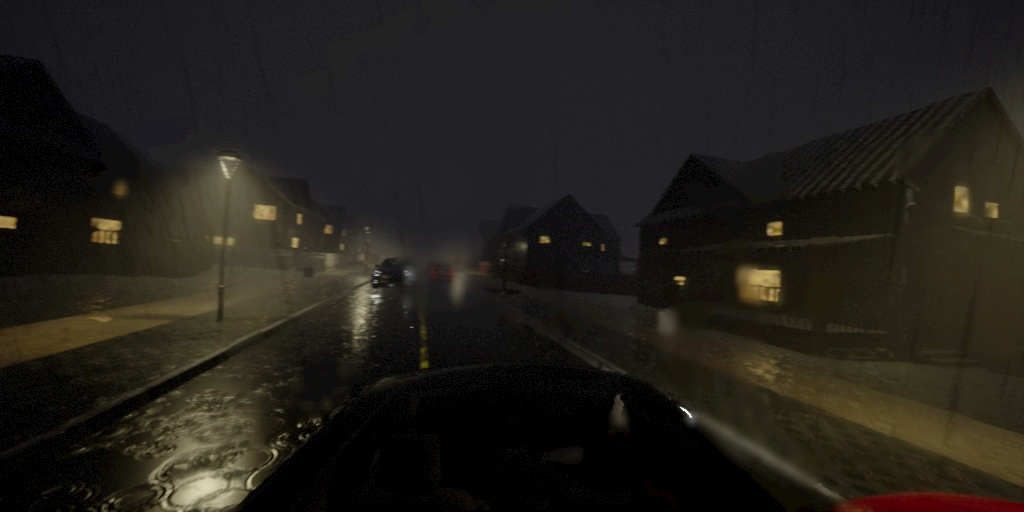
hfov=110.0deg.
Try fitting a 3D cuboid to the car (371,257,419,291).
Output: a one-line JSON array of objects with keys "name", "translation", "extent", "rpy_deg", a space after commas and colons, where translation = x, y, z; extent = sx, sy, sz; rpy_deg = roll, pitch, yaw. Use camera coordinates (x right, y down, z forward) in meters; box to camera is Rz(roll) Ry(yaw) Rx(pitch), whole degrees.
[{"name": "car", "translation": [-6.558, 0.893, 20.244], "extent": [2.097, 1.767, 4.553], "rpy_deg": [4, -1, -14]}]

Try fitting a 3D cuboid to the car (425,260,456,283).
[{"name": "car", "translation": [-5.335, 1.245, 27.230], "extent": [2.033, 1.411, 5.357], "rpy_deg": [4, -1, -14]}]

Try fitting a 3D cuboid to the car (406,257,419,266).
[{"name": "car", "translation": [-17.155, 0.959, 62.080], "extent": [1.994, 1.385, 4.181], "rpy_deg": [4, -1, -14]}]

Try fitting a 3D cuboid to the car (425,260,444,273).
[{"name": "car", "translation": [-9.312, 1.201, 42.783], "extent": [1.994, 1.385, 4.181], "rpy_deg": [4, -1, -14]}]
